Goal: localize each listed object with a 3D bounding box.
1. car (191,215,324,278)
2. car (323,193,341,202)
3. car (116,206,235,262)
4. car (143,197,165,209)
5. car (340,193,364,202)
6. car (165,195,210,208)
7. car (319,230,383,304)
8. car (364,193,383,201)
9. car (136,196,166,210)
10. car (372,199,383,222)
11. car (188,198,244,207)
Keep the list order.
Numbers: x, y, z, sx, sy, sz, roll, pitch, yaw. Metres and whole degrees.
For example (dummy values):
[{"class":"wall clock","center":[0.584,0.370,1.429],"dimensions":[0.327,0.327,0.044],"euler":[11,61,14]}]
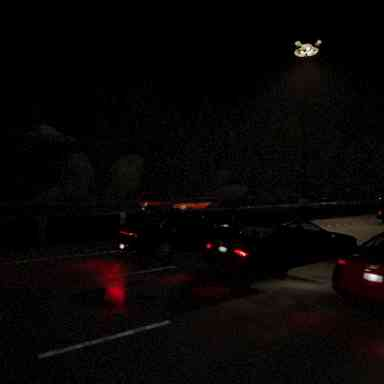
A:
[{"class":"car","center":[2.829,1.521,10.063],"dimensions":[5.357,1.411,2.033],"euler":[0,0,-36]},{"class":"car","center":[23.868,0.926,55.369],"dimensions":[4.892,1.490,1.837],"euler":[-2,1,-35]},{"class":"car","center":[-0.300,1.484,12.131],"dimensions":[4.892,1.490,1.837],"euler":[0,0,-36]},{"class":"car","center":[-1.708,1.458,32.867],"dimensions":[5.357,1.411,2.033],"euler":[-1,0,-35]},{"class":"car","center":[26.429,0.956,52.856],"dimensions":[5.357,1.411,2.033],"euler":[-1,1,-35]},{"class":"car","center":[0.314,1.263,30.010],"dimensions":[4.553,1.767,2.097],"euler":[-1,0,-35]},{"class":"car","center":[4.966,1.537,7.288],"dimensions":[4.181,1.385,1.994],"euler":[0,0,-36]},{"class":"car","center":[28.620,0.882,50.152],"dimensions":[5.008,1.535,1.882],"euler":[-2,1,-35]},{"class":"car","center":[-3.734,1.263,35.720],"dimensions":[4.553,1.767,2.097],"euler":[-1,0,-35]},{"class":"car","center":[14.755,1.386,22.870],"dimensions":[5.357,1.411,2.033],"euler":[-1,0,-36]},{"class":"car","center":[2.314,1.437,27.122],"dimensions":[4.674,1.442,1.812],"euler":[-1,0,-36]}]
